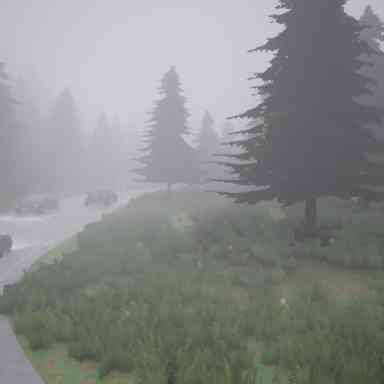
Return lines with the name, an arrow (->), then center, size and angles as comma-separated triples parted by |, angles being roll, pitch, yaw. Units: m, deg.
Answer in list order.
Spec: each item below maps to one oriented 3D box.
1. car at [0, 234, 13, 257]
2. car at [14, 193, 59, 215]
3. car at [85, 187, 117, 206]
car -> -7.707, 1.952, 11.046 | 2.033, 1.411, 5.357 | 1, 4, -12
car -> -11.737, 0.817, 25.472 | 1.812, 1.442, 4.674 | 1, 4, -1
car -> -8.493, 0.296, 31.414 | 2.097, 1.767, 4.553 | 1, 4, -1
